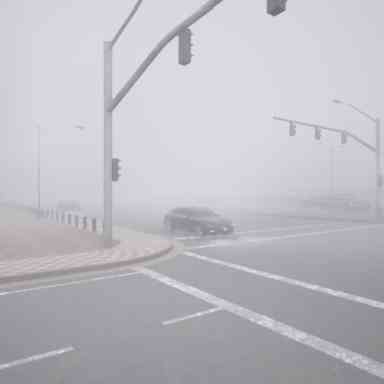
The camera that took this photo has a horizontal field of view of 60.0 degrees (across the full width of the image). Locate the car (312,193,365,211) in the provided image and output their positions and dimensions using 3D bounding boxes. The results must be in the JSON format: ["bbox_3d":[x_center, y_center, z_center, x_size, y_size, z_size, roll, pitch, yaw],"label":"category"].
[{"bbox_3d":[16.494,1.149,37.599,1.932,1.855,4.605,0,0,-35],"label":"car"}]

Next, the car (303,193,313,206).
[{"bbox_3d":[24.726,1.146,64.889,1.932,1.855,4.605,0,0,-35],"label":"car"}]

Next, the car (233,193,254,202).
[{"bbox_3d":[11.487,1.146,73.966,1.932,1.855,4.605,0,0,-35],"label":"car"}]

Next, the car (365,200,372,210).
[{"bbox_3d":[18.887,1.151,39.229,1.905,1.878,3.866,0,0,-35],"label":"car"}]

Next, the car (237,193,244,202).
[{"bbox_3d":[9.327,1.357,72.373,1.784,1.438,3.905,0,0,-35],"label":"car"}]

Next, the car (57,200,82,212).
[{"bbox_3d":[-14.140,1.562,38.256,1.994,1.385,4.181,0,0,-36],"label":"car"}]

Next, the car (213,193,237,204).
[{"bbox_3d":[6.965,1.389,70.700,1.970,1.475,3.806,0,0,-35],"label":"car"}]

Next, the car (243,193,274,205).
[{"bbox_3d":[10.993,1.390,55.044,1.970,1.475,3.806,0,0,-35],"label":"car"}]

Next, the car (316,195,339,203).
[{"bbox_3d":[27.126,1.356,66.512,1.784,1.438,3.905,0,0,-35],"label":"car"}]

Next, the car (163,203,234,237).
[{"bbox_3d":[0.233,1.548,18.140,1.837,1.490,4.892,0,0,-36],"label":"car"}]
